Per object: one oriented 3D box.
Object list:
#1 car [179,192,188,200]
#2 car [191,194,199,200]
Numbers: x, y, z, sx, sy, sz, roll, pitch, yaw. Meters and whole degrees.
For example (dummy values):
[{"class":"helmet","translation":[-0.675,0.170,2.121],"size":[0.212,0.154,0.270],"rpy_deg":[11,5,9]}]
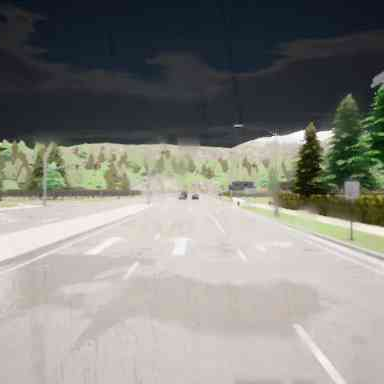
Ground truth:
[{"class":"car","translation":[-2.638,1.494,90.405],"size":[2.033,1.411,5.357],"rpy_deg":[0,0,1]},{"class":"car","translation":[0.874,1.327,91.073],"size":[2.097,1.767,4.553],"rpy_deg":[0,0,1]}]
